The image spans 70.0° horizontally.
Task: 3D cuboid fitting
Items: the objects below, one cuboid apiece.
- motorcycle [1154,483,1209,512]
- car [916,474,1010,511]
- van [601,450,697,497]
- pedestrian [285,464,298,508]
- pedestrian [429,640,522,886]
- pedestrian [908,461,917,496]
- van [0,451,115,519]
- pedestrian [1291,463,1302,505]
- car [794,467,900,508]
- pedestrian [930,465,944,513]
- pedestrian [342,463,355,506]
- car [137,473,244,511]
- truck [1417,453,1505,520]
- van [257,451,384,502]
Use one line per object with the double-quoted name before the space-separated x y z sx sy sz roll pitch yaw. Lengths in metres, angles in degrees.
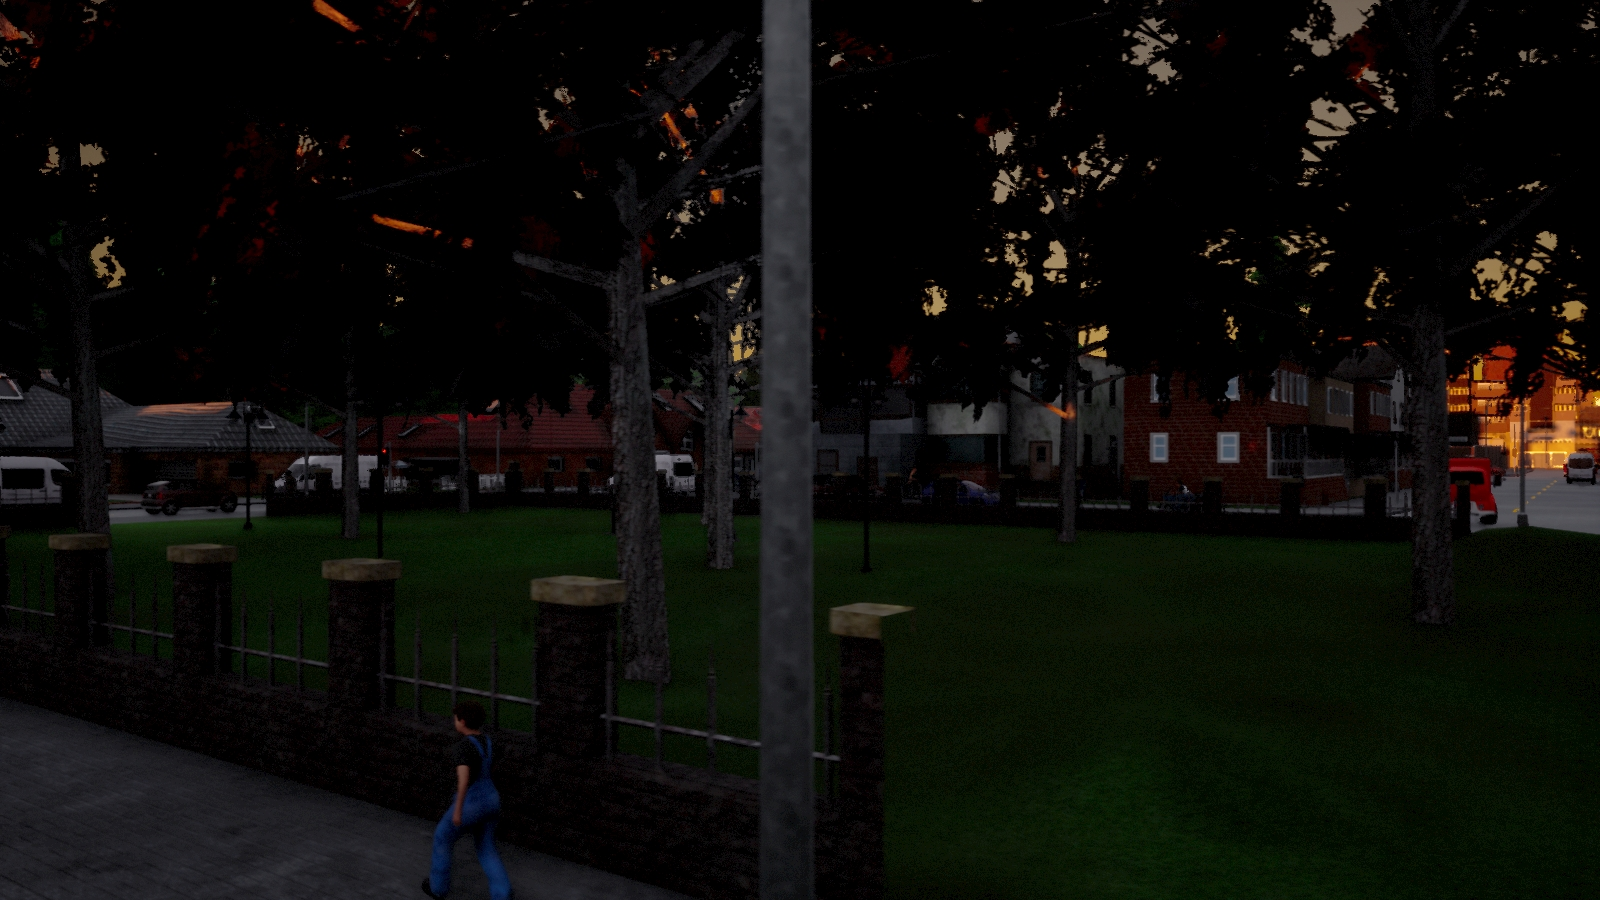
"motorcycle" 16.005 1.993 47.991 2.033 1.145 0.803 0 -1 36
"car" 7.109 1.818 49.946 3.633 1.501 1.845 0 0 36
"van" -8.746 1.315 65.959 5.915 2.561 1.988 0 0 39
"pedestrian" -21.742 1.525 48.838 0.375 1.860 0.375 0 0 25
"pedestrian" -1.899 1.805 6.693 0.375 1.300 0.375 0 0 35
"pedestrian" 6.011 1.525 60.901 0.375 1.860 0.375 0 0 30
"van" -30.460 1.315 44.736 1.988 2.561 5.915 0 0 36
"pedestrian" 22.039 1.516 50.697 0.375 1.860 0.375 0 0 41
"car" 2.164 1.686 53.197 4.553 1.767 2.097 0 0 35
"pedestrian" 5.337 1.525 44.554 0.375 1.860 0.375 0 0 42
"pedestrian" -20.029 1.525 50.655 0.375 1.860 0.375 0 0 34
"car" -26.661 1.806 50.057 1.789 1.549 3.705 0 0 35
"truck" 25.636 1.352 44.512 2.627 2.467 5.204 -1 -1 26
"van" -24.952 1.315 59.694 1.988 2.561 5.915 0 0 36
